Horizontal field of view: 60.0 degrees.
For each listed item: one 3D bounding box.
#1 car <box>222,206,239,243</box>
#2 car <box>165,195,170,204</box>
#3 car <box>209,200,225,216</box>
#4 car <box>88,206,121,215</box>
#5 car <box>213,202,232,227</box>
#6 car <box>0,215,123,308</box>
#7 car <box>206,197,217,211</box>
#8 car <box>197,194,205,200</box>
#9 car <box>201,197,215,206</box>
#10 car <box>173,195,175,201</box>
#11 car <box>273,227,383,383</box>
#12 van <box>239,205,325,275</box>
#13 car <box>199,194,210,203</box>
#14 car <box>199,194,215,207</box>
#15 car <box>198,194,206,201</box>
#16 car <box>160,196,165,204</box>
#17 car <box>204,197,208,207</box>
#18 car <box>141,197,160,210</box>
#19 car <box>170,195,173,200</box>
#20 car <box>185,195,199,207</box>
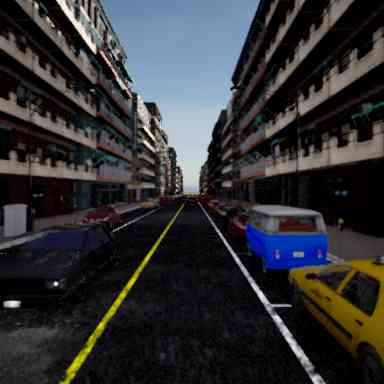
[{"bbox_3d":[2.677,1.578,15.898,1.802,1.307,4.206,-1,0,0],"label":"car"},{"bbox_3d":[-5.719,1.563,61.376,1.887,1.381,4.507,-1,0,0],"label":"car"},{"bbox_3d":[2.673,1.579,27.267,1.802,1.307,4.206,-1,0,0],"label":"car"},{"bbox_3d":[-5.705,1.577,21.582,1.802,1.307,4.206,-1,0,0],"label":"car"},{"bbox_3d":[2.675,1.562,21.582,1.947,1.339,4.313,-1,0,0],"label":"car"},{"bbox_3d":[-3.078,1.544,8.379,2.033,1.411,5.357,0,0,0],"label":"car"},{"bbox_3d":[2.671,1.544,32.952,1.887,1.381,4.507,-1,0,0],"label":"car"},{"bbox_3d":[2.648,1.383,95.484,2.192,1.841,5.009,-1,0,0],"label":"car"},{"bbox_3d":[2.664,1.564,55.691,2.008,1.369,4.403,-1,0,0],"label":"car"},{"bbox_3d":[-5.728,1.498,89.800,1.967,1.590,4.097,-1,0,0],"label":"car"},{"bbox_3d":[2.680,1.524,4.698,1.752,1.417,4.829,-1,0,0],"label":"car"},{"bbox_3d":[2.676,1.338,10.213,1.690,1.788,3.998,-1,0,0],"label":"van"},{"bbox_3d":[2.655,1.348,72.745,2.192,1.841,5.009,-1,0,0],"label":"car"},{"bbox_3d":[2.662,1.324,50.006,2.192,1.841,5.009,-1,0,0],"label":"car"},{"bbox_3d":[2.650,1.374,89.799,2.192,1.841,5.009,-1,0,0],"label":"car"},{"bbox_3d":[-5.715,1.559,50.007,2.008,1.369,4.403,-1,0,0],"label":"car"},{"bbox_3d":[2.670,1.584,38.637,1.802,1.307,4.206,-1,0,0],"label":"car"},{"bbox_3d":[-5.713,1.530,44.152,1.752,1.417,4.829,-1,0,0],"label":"car"},{"bbox_3d":[-5.722,1.577,72.746,1.887,1.381,4.507,-1,0,0],"label":"car"},{"bbox_3d":[-0.015,1.515,52.509,1.837,1.490,4.892,0,0,0],"label":"car"}]
